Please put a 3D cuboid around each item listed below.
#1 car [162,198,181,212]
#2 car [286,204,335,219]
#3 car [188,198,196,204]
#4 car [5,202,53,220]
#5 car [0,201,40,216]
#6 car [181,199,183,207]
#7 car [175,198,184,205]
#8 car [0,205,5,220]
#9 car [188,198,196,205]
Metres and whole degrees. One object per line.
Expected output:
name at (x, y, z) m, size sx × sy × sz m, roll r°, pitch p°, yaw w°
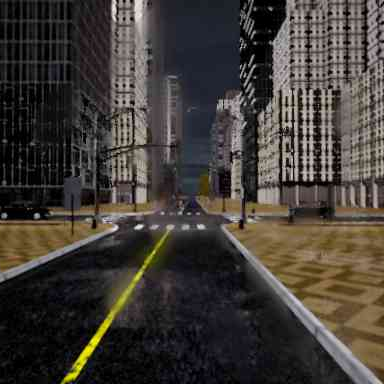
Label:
car at (-3.122, 1.870, 47.593) m, size 2.097 × 1.767 × 4.553 m, roll 0°, pitch -1°, yaw 1°
car at (12.278, 1.939, 34.442) m, size 4.902 × 1.511 × 2.128 m, roll 0°, pitch -1°, yaw -3°
car at (-0.014, 2.319, 89.270) m, size 2.128 × 1.511 × 4.902 m, roll 0°, pitch -1°, yaw 0°
car at (-15.427, 1.762, 30.778) m, size 4.892 × 1.490 × 1.837 m, roll 0°, pitch -1°, yaw -1°
car at (-19.211, 1.762, 36.643) m, size 4.097 × 1.590 × 1.967 m, roll 0°, pitch -1°, yaw -1°
car at (-3.079, 2.167, 57.104) m, size 2.033 × 1.411 × 5.357 m, roll 0°, pitch -1°, yaw 0°
car at (-3.013, 2.341, 80.776) m, size 1.882 × 1.535 × 5.008 m, roll 0°, pitch -1°, yaw 0°
car at (-18.899, 1.723, 28.007) m, size 4.829 × 1.417 × 1.752 m, roll 0°, pitch -1°, yaw -1°
car at (-0.012, 2.383, 78.848) m, size 2.033 × 1.411 × 5.357 m, roll 0°, pitch -1°, yaw 0°
